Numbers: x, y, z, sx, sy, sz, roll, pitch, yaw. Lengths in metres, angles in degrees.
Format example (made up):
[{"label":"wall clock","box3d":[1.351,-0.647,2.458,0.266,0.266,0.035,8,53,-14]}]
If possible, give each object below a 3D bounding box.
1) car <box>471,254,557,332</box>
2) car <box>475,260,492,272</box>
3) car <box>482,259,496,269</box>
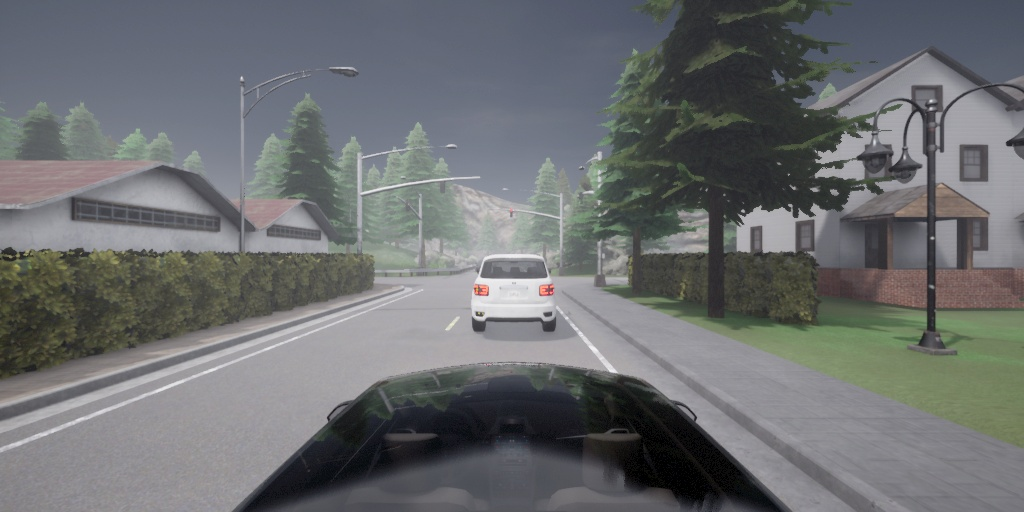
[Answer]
[{"label":"car","box3d":[0.064,0.970,11.003,2.150,2.045,5.566,0,0,0]},{"label":"car","box3d":[-3.601,1.246,46.078,1.837,1.490,4.892,0,0,0]},{"label":"car","box3d":[-3.600,1.266,56.313,1.812,1.442,4.674,0,0,0]}]
